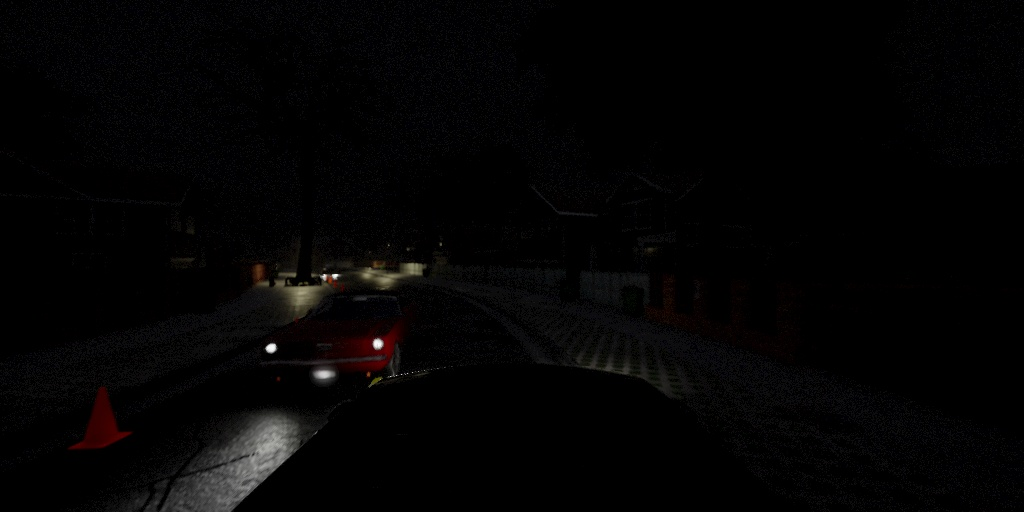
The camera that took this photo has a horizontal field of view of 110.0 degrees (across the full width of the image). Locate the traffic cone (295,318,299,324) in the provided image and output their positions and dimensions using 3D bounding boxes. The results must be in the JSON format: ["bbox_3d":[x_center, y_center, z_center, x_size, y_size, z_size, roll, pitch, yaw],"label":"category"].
[{"bbox_3d":[-5.149,1.776,8.584,0.340,0.580,0.340,0,0,-11],"label":"traffic cone"}]

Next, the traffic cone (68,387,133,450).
[{"bbox_3d":[-4.486,1.731,3.919,0.340,0.580,0.340,0,0,-5],"label":"traffic cone"}]

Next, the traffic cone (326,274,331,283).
[{"bbox_3d":[-15.336,1.992,30.353,0.340,0.580,0.340,0,0,-30],"label":"traffic cone"}]

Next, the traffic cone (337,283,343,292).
[{"bbox_3d":[-10.277,1.905,21.728,0.340,0.580,0.340,0,0,-30],"label":"traffic cone"}]

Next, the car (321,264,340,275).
[{"bbox_3d":[-24.451,1.765,48.108,1.994,1.385,4.181,0,-1,-31],"label":"car"}]

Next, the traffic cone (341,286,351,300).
[{"bbox_3d":[-8.057,1.863,17.531,0.340,0.580,0.340,0,0,-25],"label":"traffic cone"}]

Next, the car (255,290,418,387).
[{"bbox_3d":[-3.059,1.407,7.304,1.895,1.301,4.718,0,-1,-10],"label":"car"}]

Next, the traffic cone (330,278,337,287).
[{"bbox_3d":[-12.807,1.949,26.041,0.340,0.580,0.340,0,0,-30],"label":"traffic cone"}]
